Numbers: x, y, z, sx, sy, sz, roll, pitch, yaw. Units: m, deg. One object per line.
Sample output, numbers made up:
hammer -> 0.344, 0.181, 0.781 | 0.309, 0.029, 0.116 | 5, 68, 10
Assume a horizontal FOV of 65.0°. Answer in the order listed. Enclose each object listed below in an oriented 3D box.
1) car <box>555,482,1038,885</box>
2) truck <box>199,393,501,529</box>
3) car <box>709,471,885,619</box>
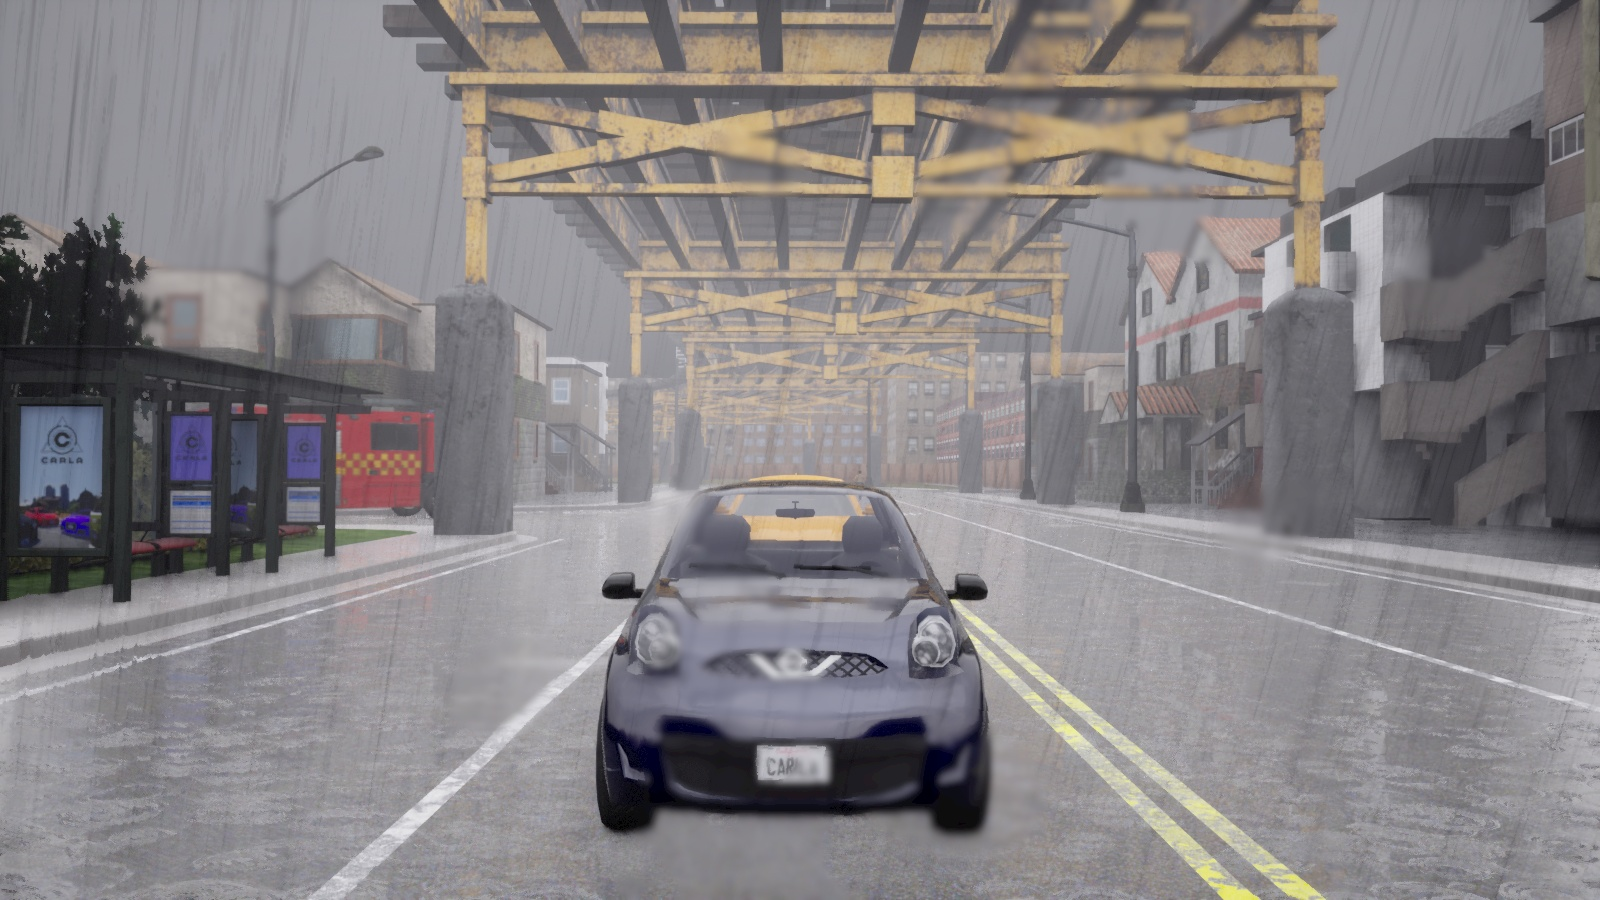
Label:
car -> -0.018, 0.940, 6.628 | 1.845, 1.501, 3.633 | 0, -1, 0
truck -> -13.899, 0.367, 39.423 | 8.468, 3.827, 2.891 | 1, -1, -43
car -> -0.044, 1.061, 15.991 | 1.882, 1.535, 5.008 | 0, 0, 0
